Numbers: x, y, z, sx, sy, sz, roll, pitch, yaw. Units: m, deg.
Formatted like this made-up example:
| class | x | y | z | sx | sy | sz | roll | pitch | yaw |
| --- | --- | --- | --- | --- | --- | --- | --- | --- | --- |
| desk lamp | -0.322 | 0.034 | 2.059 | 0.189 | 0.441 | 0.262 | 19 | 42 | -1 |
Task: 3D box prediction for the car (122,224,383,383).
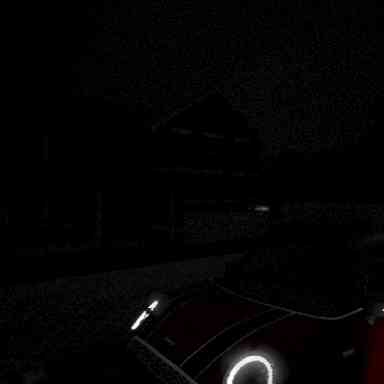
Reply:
| class | x | y | z | sx | sy | sz | roll | pitch | yaw |
| --- | --- | --- | --- | --- | --- | --- | --- | --- | --- |
| car | 1.479 | 1.352 | 4.103 | 4.553 | 1.767 | 2.097 | 0 | 0 | -35 |
